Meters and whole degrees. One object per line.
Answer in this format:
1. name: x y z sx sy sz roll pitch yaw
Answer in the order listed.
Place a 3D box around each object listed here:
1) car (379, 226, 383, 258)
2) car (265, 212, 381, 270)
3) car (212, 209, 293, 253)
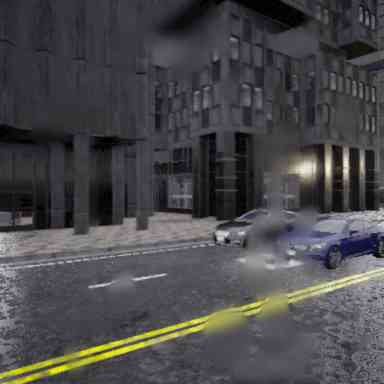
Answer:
1. car: 6.748 1.554 8.255 4.181 1.385 1.994 0 0 -35
2. car: 4.815 1.516 11.112 4.674 1.442 1.812 0 0 -35
3. car: 3.062 1.482 13.853 4.902 1.511 2.128 0 0 -35
